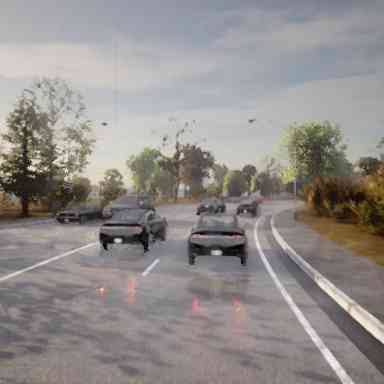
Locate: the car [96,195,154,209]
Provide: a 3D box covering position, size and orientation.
[{"bbox_3d":[-4.354,1.210,23.782,2.150,2.045,5.566,0,0,12],"label":"car"}]

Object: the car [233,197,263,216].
[{"bbox_3d":[5.705,1.538,33.353,1.837,1.490,4.892,0,0,18],"label":"car"}]

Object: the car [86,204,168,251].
[{"bbox_3d":[-2.272,1.488,14.064,2.128,1.511,4.902,0,0,8],"label":"car"}]

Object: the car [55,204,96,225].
[{"bbox_3d":[-7.840,1.575,24.162,1.895,1.301,4.718,0,0,12],"label":"car"}]

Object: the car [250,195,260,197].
[{"bbox_3d":[11.592,1.405,62.504,2.097,1.767,4.553,0,0,32],"label":"car"}]

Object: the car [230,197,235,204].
[{"bbox_3d":[7.991,1.592,63.378,1.994,1.385,4.181,0,0,32],"label":"car"}]

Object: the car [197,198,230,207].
[{"bbox_3d":[2.037,1.368,33.275,2.097,1.767,4.553,0,0,17],"label":"car"}]

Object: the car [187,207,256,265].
[{"bbox_3d":[0.962,1.499,11.793,2.128,1.511,4.902,0,0,6],"label":"car"}]
